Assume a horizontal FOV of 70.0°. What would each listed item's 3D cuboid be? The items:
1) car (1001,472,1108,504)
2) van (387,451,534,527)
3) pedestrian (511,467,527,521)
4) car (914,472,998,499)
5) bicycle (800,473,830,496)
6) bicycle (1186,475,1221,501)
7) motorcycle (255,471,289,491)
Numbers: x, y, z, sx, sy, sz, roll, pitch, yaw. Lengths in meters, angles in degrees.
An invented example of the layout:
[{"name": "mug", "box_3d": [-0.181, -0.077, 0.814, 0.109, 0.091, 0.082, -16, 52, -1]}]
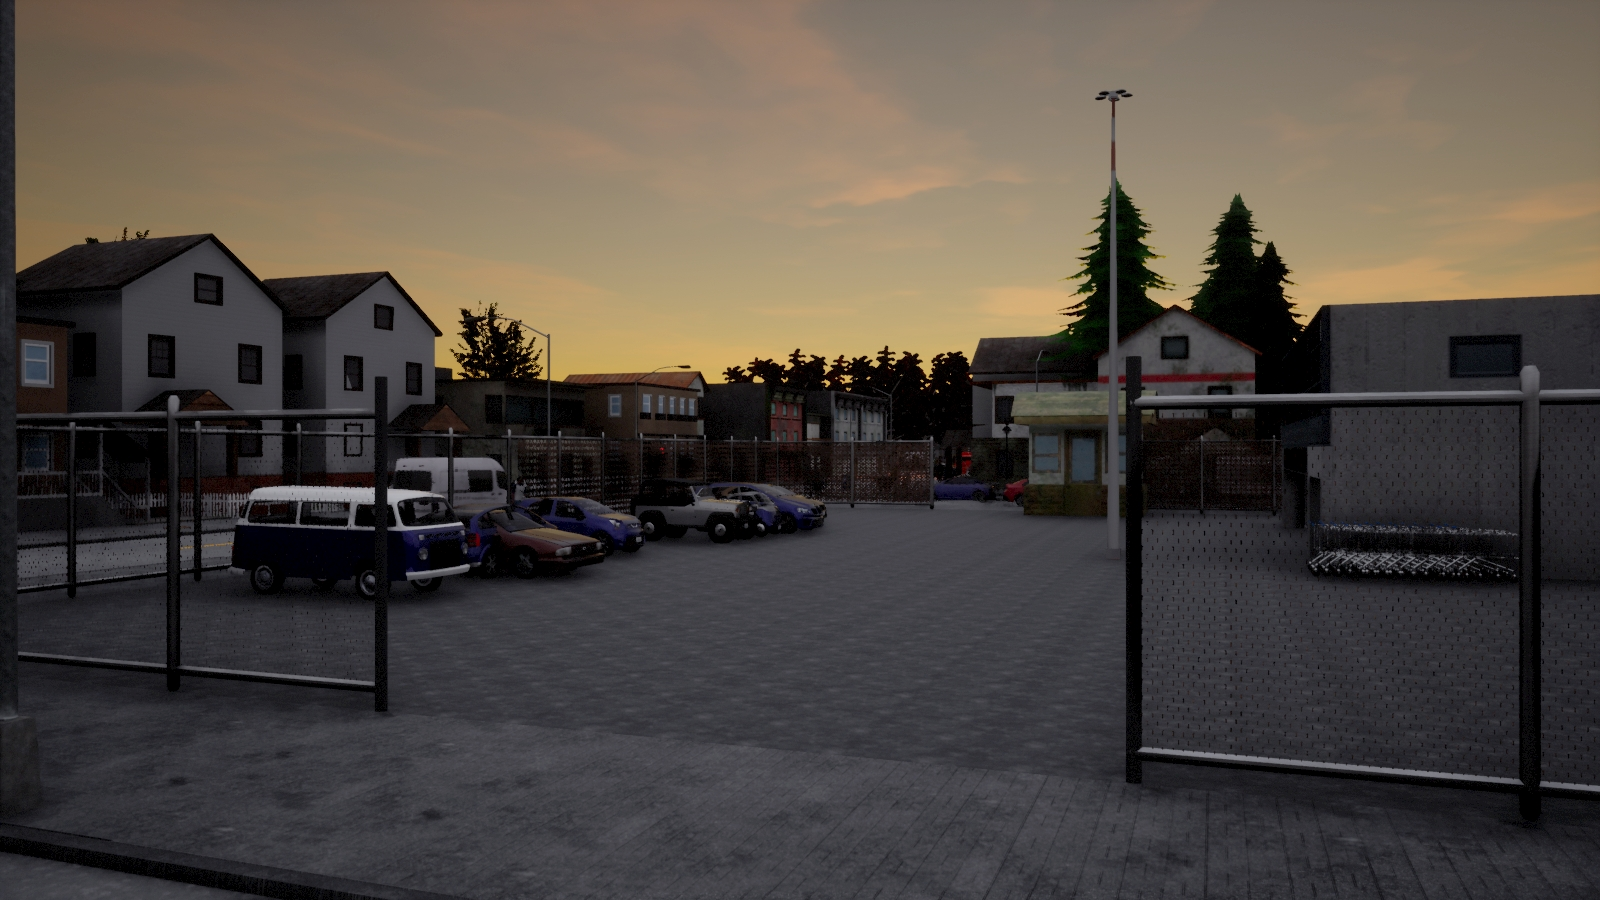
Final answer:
[{"name": "car", "box_3d": [12.531, 1.843, 56.247, 4.892, 1.480, 2.231, 0, 0, 20]}, {"name": "van", "box_3d": [-12.227, 1.320, 41.685, 1.988, 2.561, 5.915, 0, 0, 20]}, {"name": "pedestrian", "box_3d": [-9.760, 1.529, 39.698, 0.375, 1.860, 0.375, 0, 0, 37]}, {"name": "car", "box_3d": [8.493, 1.901, 61.995, 4.181, 1.385, 1.994, 0, 0, 20]}, {"name": "bicycle", "box_3d": [0.835, 1.940, 64.581, 1.643, 1.296, 0.373, 0, 0, 15]}, {"name": "bicycle", "box_3d": [20.389, 1.936, 57.763, 1.643, 1.296, 0.373, 0, 0, 19]}, {"name": "motorcycle", "box_3d": [-33.546, 1.971, 72.595, 1.805, 1.236, 0.856, 0, 0, 16]}]
